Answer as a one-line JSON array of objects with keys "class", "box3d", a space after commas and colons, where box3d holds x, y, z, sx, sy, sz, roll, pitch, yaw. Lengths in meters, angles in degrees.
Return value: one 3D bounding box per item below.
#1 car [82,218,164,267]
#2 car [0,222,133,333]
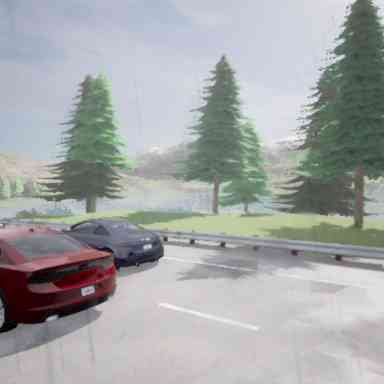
[{"class": "car", "box3d": [-2.929, 1.521, 10.492, 4.181, 1.385, 1.994, 0, 0, 34]}, {"class": "car", "box3d": [-3.755, 1.464, 6.824, 5.008, 1.535, 1.882, 0, 0, 34]}]
